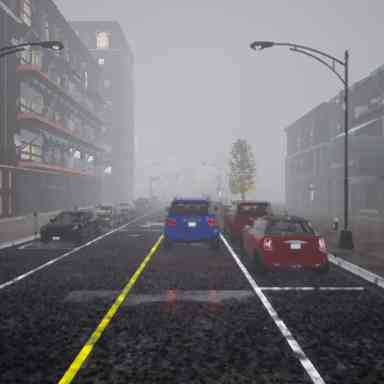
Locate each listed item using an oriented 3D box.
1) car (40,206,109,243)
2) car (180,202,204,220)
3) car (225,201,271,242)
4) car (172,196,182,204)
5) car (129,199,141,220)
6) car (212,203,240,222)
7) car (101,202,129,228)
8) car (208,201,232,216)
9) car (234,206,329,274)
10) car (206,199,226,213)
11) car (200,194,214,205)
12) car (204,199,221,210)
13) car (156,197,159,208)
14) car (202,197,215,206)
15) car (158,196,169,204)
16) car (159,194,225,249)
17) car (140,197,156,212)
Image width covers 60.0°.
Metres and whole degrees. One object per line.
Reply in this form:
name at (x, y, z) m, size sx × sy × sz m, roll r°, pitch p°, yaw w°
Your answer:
car at (-5.690, 1.563, 16.118) m, size 1.947 × 1.339 × 4.313 m, roll 0°, pitch 0°, yaw 0°
car at (0.000, 1.623, 29.681) m, size 1.895 × 1.301 × 4.718 m, roll 0°, pitch 0°, yaw 0°
car at (2.691, 1.312, 16.118) m, size 2.192 × 1.841 × 5.009 m, roll 0°, pitch 0°, yaw 0°
car at (-3.001, 1.570, 68.668) m, size 1.837 × 1.490 × 4.892 m, roll 0°, pitch 0°, yaw 0°
car at (-5.690, 1.554, 27.194) m, size 2.008 × 1.369 × 4.403 m, roll 0°, pitch 0°, yaw 0°
car at (2.691, 1.585, 27.194) m, size 1.802 × 1.307 × 4.206 m, roll 0°, pitch 0°, yaw 0°
car at (-5.690, 1.550, 21.656) m, size 2.008 × 1.369 × 4.403 m, roll 0°, pitch 0°, yaw 0°
car at (2.690, 1.575, 32.734) m, size 1.947 × 1.339 × 4.313 m, roll 0°, pitch 0°, yaw 0°
car at (2.691, 1.437, 10.578) m, size 1.967 × 1.590 × 4.097 m, roll 0°, pitch 0°, yaw 0°
car at (2.690, 1.567, 38.272) m, size 2.008 × 1.369 × 4.403 m, roll 0°, pitch 0°, yaw 0°
car at (2.690, 1.363, 60.431) m, size 2.192 × 1.841 × 5.009 m, roll 0°, pitch 0°, yaw 0°
car at (2.690, 1.590, 43.811) m, size 1.947 × 1.339 × 4.313 m, roll 0°, pitch 0°, yaw 0°
car at (-5.690, 1.472, 49.352) m, size 1.967 × 1.590 × 4.097 m, roll 0°, pitch 0°, yaw 0°
car at (2.690, 1.566, 55.061) m, size 1.752 × 1.417 × 4.829 m, roll 0°, pitch 0°, yaw 0°
car at (-5.691, 1.581, 65.801) m, size 1.752 × 1.417 × 4.829 m, roll 0°, pitch 0°, yaw 0°
car at (0.000, 1.256, 14.681) m, size 2.150 × 2.045 × 5.566 m, roll 0°, pitch 0°, yaw 0°
car at (-5.691, 1.457, 38.272) m, size 1.967 × 1.590 × 4.097 m, roll 0°, pitch 0°, yaw 0°
